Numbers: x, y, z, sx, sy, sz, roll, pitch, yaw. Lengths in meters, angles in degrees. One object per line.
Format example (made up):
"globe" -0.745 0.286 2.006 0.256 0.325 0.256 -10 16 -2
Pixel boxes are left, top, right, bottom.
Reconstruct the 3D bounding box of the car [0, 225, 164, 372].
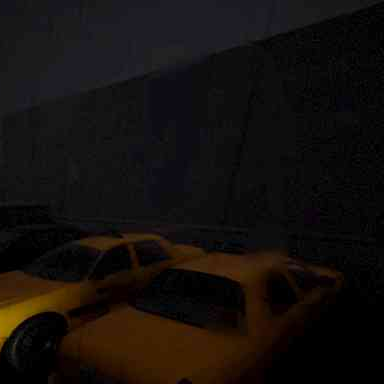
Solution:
"car" -1.709 1.480 5.989 1.946 1.575 5.366 0 0 36

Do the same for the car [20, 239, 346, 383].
"car" 0.806 1.478 4.648 1.946 1.575 5.366 0 0 36

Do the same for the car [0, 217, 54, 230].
"car" -3.898 1.525 7.785 2.002 1.452 4.674 0 0 36

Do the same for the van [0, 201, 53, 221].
"van" -6.266 1.261 9.332 1.878 1.987 4.442 0 0 36
